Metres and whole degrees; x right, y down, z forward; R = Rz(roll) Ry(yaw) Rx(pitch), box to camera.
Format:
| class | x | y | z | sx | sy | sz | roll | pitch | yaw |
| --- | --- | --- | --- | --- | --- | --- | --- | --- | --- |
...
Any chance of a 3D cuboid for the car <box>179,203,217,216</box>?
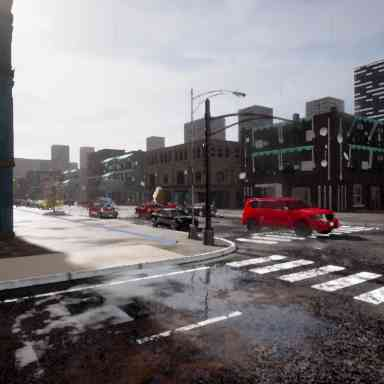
| class | x | y | z | sx | sy | sz | roll | pitch | yaw |
| --- | --- | --- | --- | --- | --- | --- | --- | --- | --- |
| car | 0.799 | 1.810 | 34.848 | 2.008 | 1.369 | 4.403 | -2 | 0 | -35 |

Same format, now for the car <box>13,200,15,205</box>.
| class | x | y | z | sx | sy | sz | roll | pitch | yaw |
| --- | --- | --- | --- | --- | --- | --- | --- | --- | --- |
| car | -41.252 | 2.548 | 79.668 | 2.008 | 1.369 | 4.403 | -1 | 0 | -35 |

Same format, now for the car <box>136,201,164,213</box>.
| class | x | y | z | sx | sy | sz | roll | pitch | yaw |
| --- | --- | --- | --- | --- | --- | --- | --- | --- | --- |
| car | -5.603 | 1.966 | 43.878 | 1.802 | 1.307 | 4.206 | -1 | 0 | -35 |

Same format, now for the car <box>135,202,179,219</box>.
| class | x | y | z | sx | sy | sz | roll | pitch | yaw |
| --- | --- | --- | --- | --- | --- | --- | --- | --- | --- |
| car | -3.610 | 1.789 | 31.067 | 1.882 | 1.535 | 5.008 | -1 | 0 | -35 |

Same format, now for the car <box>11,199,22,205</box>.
| class | x | y | z | sx | sy | sz | roll | pitch | yaw |
| --- | --- | --- | --- | --- | --- | --- | --- | --- | --- |
| car | -44.454 | 2.598 | 84.182 | 1.887 | 1.381 | 4.507 | -1 | 0 | -35 |

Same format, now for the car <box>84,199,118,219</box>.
| class | x | y | z | sx | sy | sz | roll | pitch | yaw |
| --- | --- | --- | --- | --- | --- | --- | --- | --- | --- |
| car | -9.240 | 1.847 | 34.514 | 1.967 | 1.590 | 4.097 | -1 | 0 | -35 |

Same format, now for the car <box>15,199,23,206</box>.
| class | x | y | z | sx | sy | sz | roll | pitch | yaw |
| --- | --- | --- | --- | --- | --- | --- | --- | --- | --- |
| car | -38.053 | 2.380 | 75.152 | 1.967 | 1.590 | 4.097 | -1 | 0 | -35 |

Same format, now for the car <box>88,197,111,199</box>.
| class | x | y | z | sx | sy | sz | roll | pitch | yaw |
| --- | --- | --- | --- | --- | --- | --- | --- | --- | --- |
| car | -11.267 | 1.812 | 41.893 | 2.097 | 1.767 | 4.553 | -1 | 0 | -35 |

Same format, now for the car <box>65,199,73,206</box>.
| class | x | y | z | sx | sy | sz | roll | pitch | yaw |
| --- | --- | --- | --- | --- | --- | --- | --- | --- | --- |
| car | -28.014 | 2.364 | 75.486 | 1.947 | 1.339 | 4.313 | -1 | 0 | -35 |

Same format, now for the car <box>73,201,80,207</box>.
| class | x | y | z | sx | sy | sz | roll | pitch | yaw |
| --- | --- | --- | --- | --- | --- | --- | --- | --- | --- |
| car | -21.611 | 2.228 | 66.455 | 1.887 | 1.381 | 4.507 | -1 | 0 | -35 |

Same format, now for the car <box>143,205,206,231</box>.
| class | x | y | z | sx | sy | sz | roll | pitch | yaw |
| --- | --- | --- | --- | --- | --- | --- | --- | --- | --- |
| car | -1.310 | 1.815 | 23.124 | 1.947 | 1.339 | 4.313 | -1 | 0 | -35 |

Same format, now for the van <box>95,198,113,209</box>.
| class | x | y | z | sx | sy | sz | roll | pitch | yaw |
| --- | --- | --- | --- | --- | --- | --- | --- | --- | --- |
| van | -15.213 | 1.907 | 57.424 | 1.690 | 1.788 | 3.998 | -1 | 0 | -35 |

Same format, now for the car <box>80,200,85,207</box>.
| class | x | y | z | sx | sy | sz | roll | pitch | yaw |
| --- | --- | --- | --- | --- | --- | --- | --- | --- | --- |
| car | -18.415 | 1.940 | 61.939 | 2.192 | 1.841 | 5.009 | -1 | 0 | -35 |

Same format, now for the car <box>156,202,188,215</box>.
| class | x | y | z | sx | sy | sz | roll | pitch | yaw |
| --- | --- | --- | --- | --- | --- | --- | --- | --- | --- |
| car | -2.402 | 1.904 | 39.364 | 1.802 | 1.307 | 4.206 | -2 | 0 | -35 |

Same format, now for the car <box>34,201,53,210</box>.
| class | x | y | z | sx | sy | sz | roll | pitch | yaw |
| --- | --- | --- | --- | --- | --- | --- | --- | --- | --- |
| car | -25.147 | 2.233 | 56.952 | 1.752 | 1.417 | 4.829 | -1 | 0 | -35 |

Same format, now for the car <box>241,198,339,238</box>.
| class | x | y | z | sx | sy | sz | roll | pitch | yaw |
| --- | --- | --- | --- | --- | --- | --- | --- | --- | --- |
| car | 5.312 | 1.335 | 18.910 | 2.150 | 2.045 | 5.566 | -1 | -1 | -38 |

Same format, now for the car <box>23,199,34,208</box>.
| class | x | y | z | sx | sy | sz | roll | pitch | yaw |
| --- | --- | --- | --- | --- | --- | --- | --- | --- | --- |
| car | -31.648 | 2.376 | 66.122 | 2.008 | 1.369 | 4.403 | -1 | 0 | -35 |
